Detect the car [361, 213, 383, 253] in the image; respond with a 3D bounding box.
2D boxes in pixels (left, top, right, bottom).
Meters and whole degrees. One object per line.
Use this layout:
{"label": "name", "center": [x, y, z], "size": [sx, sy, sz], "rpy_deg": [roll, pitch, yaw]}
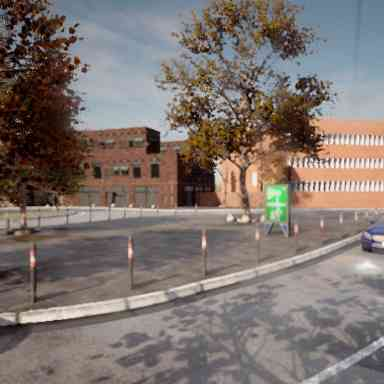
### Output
{"label": "car", "center": [8.087, 1.502, 12.878], "size": [1.812, 1.442, 4.674], "rpy_deg": [0, 0, 42]}
